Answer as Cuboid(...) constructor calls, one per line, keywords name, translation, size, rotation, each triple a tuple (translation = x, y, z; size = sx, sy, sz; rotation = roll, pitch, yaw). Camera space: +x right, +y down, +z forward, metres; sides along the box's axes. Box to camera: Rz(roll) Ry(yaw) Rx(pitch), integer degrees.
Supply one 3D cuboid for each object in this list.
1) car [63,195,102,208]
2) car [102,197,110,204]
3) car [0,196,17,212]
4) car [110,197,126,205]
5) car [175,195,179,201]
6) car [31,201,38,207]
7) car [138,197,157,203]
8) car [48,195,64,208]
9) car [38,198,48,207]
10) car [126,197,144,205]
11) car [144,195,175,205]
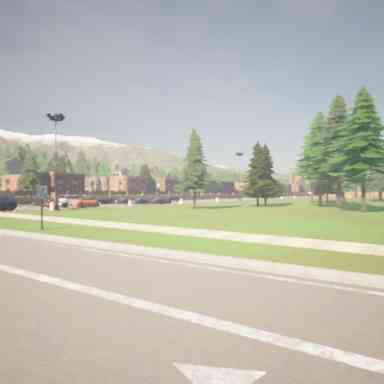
Cuboid(name="car", translation=(-16.621, 1.590, 50.808), size=(2.097, 1.767, 4.553), rotation=(0, 0, 35))
Cuboid(name="car", translation=(-17.924, 1.775, 67.093), size=(1.882, 1.535, 5.008), rotation=(0, 0, 35))
Cuboid(name="car", translation=(-24.115, 1.461, 40.098), size=(2.150, 2.045, 5.566), rotation=(0, -1, 35))
Cuboid(name="car", translation=(-13.529, 1.769, 67.289), size=(2.128, 1.511, 4.902), rotation=(0, 0, 35))
Cuboid(name="car", translation=(-5.128, 1.453, 79.282), size=(2.128, 1.511, 4.902), rotation=(0, 0, 35))
Cuboid(name="car", translation=(-25.026, 1.789, 57.087), size=(2.128, 1.511, 4.902), rotation=(0, 0, 35))
Cuboid(name="car", translation=(-10.375, 1.882, 77.884), size=(1.895, 1.301, 4.718), rotation=(0, 0, 35))
Cuboid(name="car", translation=(-19.319, 1.477, 53.052), size=(2.150, 2.045, 5.566), rotation=(0, 0, 35))
Cuboid(name="car", translation=(-22.023, 1.501, 55.292), size=(2.150, 2.045, 5.566), rotation=(0, 0, 35))
Cuboid(name="car", translation=(-10.163, 1.784, 66.038), size=(1.812, 1.442, 4.674), rotation=(0, 0, 36))
Cuboid(name="car", translation=(-6.403, 1.787, 65.320), size=(2.033, 1.411, 5.357), rotation=(0, 0, 35))
